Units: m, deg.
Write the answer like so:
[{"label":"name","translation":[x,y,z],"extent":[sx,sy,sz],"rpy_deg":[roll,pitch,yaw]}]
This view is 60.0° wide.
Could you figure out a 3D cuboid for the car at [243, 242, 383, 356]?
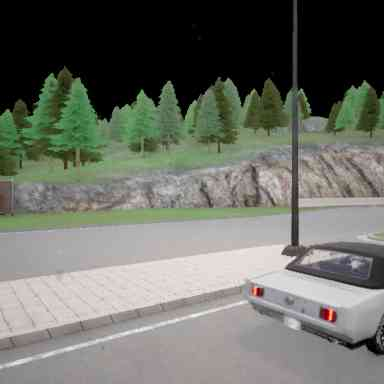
[{"label":"car","translation":[3.249,1.601,6.063],"extent":[4.718,1.301,1.895],"rpy_deg":[0,0,-35]}]
